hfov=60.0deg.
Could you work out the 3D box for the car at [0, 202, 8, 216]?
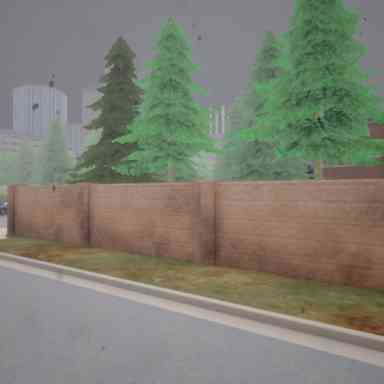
[{"bbox_3d":[-17.439,1.512,33.010,1.812,1.442,4.674,0,0,35],"label":"car"}]
